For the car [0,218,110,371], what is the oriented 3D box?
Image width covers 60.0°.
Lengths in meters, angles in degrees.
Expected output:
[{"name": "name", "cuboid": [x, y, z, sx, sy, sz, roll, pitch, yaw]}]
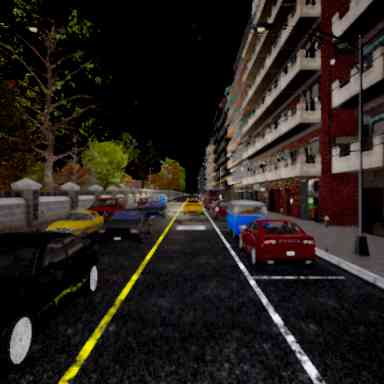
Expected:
[{"name": "car", "cuboid": [-3.089, 1.475, 5.878, 1.882, 1.535, 5.008, 0, 0, 0]}]

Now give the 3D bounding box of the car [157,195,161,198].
[{"name": "car", "cuboid": [-5.676, 1.446, 45.092, 1.967, 1.590, 4.097, 0, 0, 0]}]

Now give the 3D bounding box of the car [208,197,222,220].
[{"name": "car", "cuboid": [2.700, 1.438, 28.200, 1.967, 1.590, 4.097, 0, 0, 0]}]

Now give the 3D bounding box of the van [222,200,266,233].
[{"name": "van", "cuboid": [2.698, 1.337, 16.940, 1.690, 1.788, 3.998, 0, 0, 0]}]

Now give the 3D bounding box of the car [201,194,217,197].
[{"name": "car", "cuboid": [2.704, 1.321, 45.090, 2.192, 1.841, 5.009, 0, 0, 0]}]

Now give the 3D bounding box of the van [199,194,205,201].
[{"name": "van", "cuboid": [2.714, 1.414, 90.132, 1.690, 1.788, 3.998, 0, 0, 0]}]

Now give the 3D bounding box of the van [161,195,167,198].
[{"name": "van", "cuboid": [-5.674, 1.357, 56.353, 1.690, 1.788, 3.998, 0, 0, 0]}]

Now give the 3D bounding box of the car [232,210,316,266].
[{"name": "car", "cuboid": [2.696, 1.541, 11.309, 1.887, 1.381, 4.507, 0, 0, 0]}]

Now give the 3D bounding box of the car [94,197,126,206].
[{"name": "car", "cuboid": [-5.682, 1.311, 22.572, 2.192, 1.841, 5.009, 0, 0, 0]}]

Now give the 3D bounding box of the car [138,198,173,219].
[{"name": "car", "cuboid": [-3.060, 1.545, 28.950, 2.033, 1.411, 5.357, 0, 0, 1]}]

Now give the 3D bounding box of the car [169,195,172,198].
[{"name": "car", "cuboid": [-5.672, 1.582, 67.612, 2.008, 1.369, 4.403, 0, 0, 0]}]

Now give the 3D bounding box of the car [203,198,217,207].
[{"name": "car", "cuboid": [2.704, 1.561, 50.721, 2.008, 1.369, 4.403, 0, 0, 0]}]

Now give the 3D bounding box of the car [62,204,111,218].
[{"name": "car", "cuboid": [-5.683, 1.521, 16.772, 1.752, 1.417, 4.829, 0, 0, 0]}]

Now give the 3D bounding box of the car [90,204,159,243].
[{"name": "car", "cuboid": [-3.077, 1.543, 16.454, 2.033, 1.411, 5.357, 0, 0, 0]}]

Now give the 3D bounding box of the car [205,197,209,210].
[{"name": "car", "cuboid": [2.700, 1.551, 33.830, 2.008, 1.369, 4.403, 0, 0, 0]}]

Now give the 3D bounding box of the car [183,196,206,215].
[{"name": "car", "cuboid": [0.107, 1.478, 34.211, 1.882, 1.535, 5.008, 0, 0, 0]}]

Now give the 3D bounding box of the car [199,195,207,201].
[{"name": "car", "cuboid": [2.712, 1.502, 84.501, 1.967, 1.590, 4.097, 0, 0, 0]}]

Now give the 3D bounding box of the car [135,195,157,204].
[{"name": "car", "cuboid": [-5.678, 1.443, 39.463, 1.967, 1.590, 4.097, 0, 0, 0]}]

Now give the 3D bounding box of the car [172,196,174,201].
[{"name": "car", "cuboid": [-5.667, 1.598, 89.964, 1.752, 1.417, 4.829, 0, 0, 0]}]

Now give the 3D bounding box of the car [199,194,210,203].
[{"name": "car", "cuboid": [2.710, 1.356, 73.241, 2.192, 1.841, 5.009, 0, 0, 0]}]

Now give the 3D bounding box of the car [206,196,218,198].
[{"name": "car", "cuboid": [2.702, 1.547, 39.460, 1.887, 1.381, 4.507, 0, 0, 0]}]

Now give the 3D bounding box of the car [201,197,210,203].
[{"name": "car", "cuboid": [2.708, 1.613, 67.611, 1.802, 1.307, 4.206, 0, 0, 0]}]
